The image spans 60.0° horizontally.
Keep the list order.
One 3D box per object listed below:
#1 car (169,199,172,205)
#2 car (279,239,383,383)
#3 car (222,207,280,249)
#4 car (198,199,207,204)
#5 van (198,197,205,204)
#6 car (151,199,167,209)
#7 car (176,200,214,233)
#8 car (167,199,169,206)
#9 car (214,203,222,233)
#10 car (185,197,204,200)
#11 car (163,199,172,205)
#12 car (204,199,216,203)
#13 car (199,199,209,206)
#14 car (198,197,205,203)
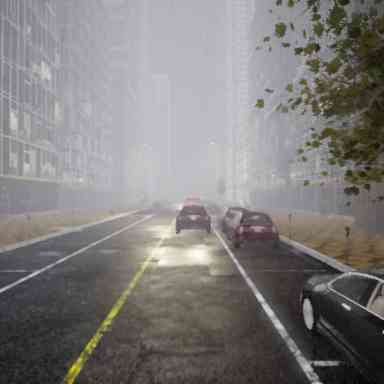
[{"bbox_3d":[-5.741,2.234,72.379,1.887,1.381,4.507,0,0,0],"label":"car"},{"bbox_3d":[2.689,1.594,4.071,2.008,1.369,4.403,0,-1,0],"label":"car"},{"bbox_3d":[2.680,1.598,15.457,1.967,1.590,4.097,0,-1,0],"label":"car"},{"bbox_3d":[2.631,2.350,83.761,1.947,1.339,4.313,0,0,0],"label":"car"},{"bbox_3d":[2.627,2.172,89.456,1.690,1.788,3.998,0,0,0],"label":"van"},{"bbox_3d":[-5.729,2.084,55.301,1.887,1.381,4.507,0,-1,0],"label":"car"},{"bbox_3d":[0.082,1.566,21.168,2.097,1.767,4.553,0,-1,0],"label":"car"},{"bbox_3d":[-5.733,2.172,60.995,1.802,1.307,4.206,0,-1,0],"label":"car"},{"bbox_3d":[2.676,1.655,21.149,1.967,1.590,4.097,0,-1,0],"label":"car"},{"bbox_3d":[0.067,1.628,41.120,2.150,2.045,5.566,0,-1,0],"label":"car"},{"bbox_3d":[-5.746,2.304,78.071,1.947,1.339,4.313,0,0,0],"label":"car"},{"bbox_3d":[2.660,1.979,43.917,1.887,1.381,4.507,0,-1,0],"label":"car"},{"bbox_3d":[2.639,2.253,72.377,1.947,1.339,4.313,0,0,0],"label":"car"},{"bbox_3d":[2.623,2.317,95.147,1.967,1.590,4.097,0,0,0],"label":"car"}]
